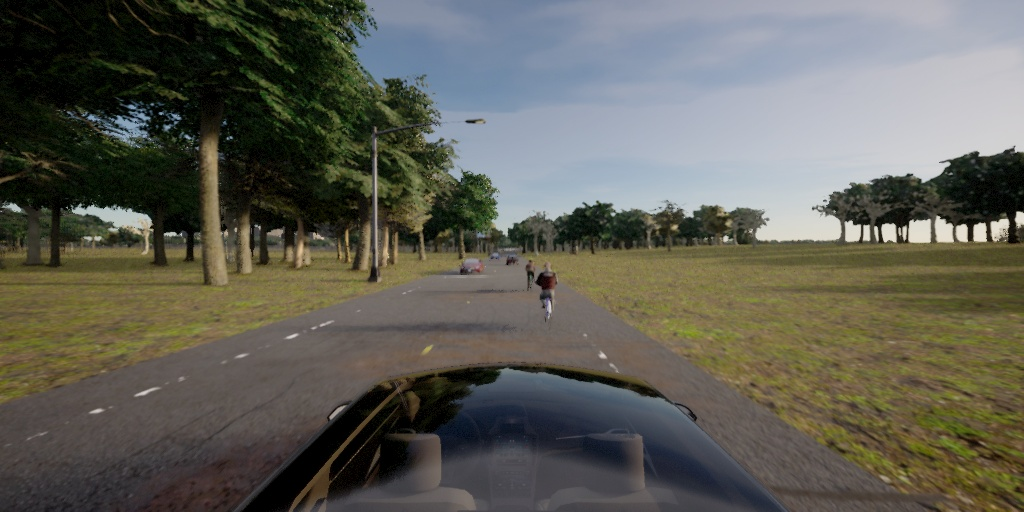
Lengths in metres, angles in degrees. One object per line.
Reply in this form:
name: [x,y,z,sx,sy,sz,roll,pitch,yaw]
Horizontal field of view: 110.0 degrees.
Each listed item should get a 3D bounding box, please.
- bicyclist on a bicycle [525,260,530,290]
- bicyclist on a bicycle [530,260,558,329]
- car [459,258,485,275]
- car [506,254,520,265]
bicyclist on a bicycle: [0.962,1.015,18.560,0.582,1.620,1.656,0,0,0]
bicyclist on a bicycle: [0.962,1.033,9.896,0.659,1.776,1.843,0,1,0]
car: [-3.583,0.908,32.646,1.812,1.442,4.674,0,1,0]
car: [0.089,0.563,54.830,1.837,1.490,4.892,0,1,0]
